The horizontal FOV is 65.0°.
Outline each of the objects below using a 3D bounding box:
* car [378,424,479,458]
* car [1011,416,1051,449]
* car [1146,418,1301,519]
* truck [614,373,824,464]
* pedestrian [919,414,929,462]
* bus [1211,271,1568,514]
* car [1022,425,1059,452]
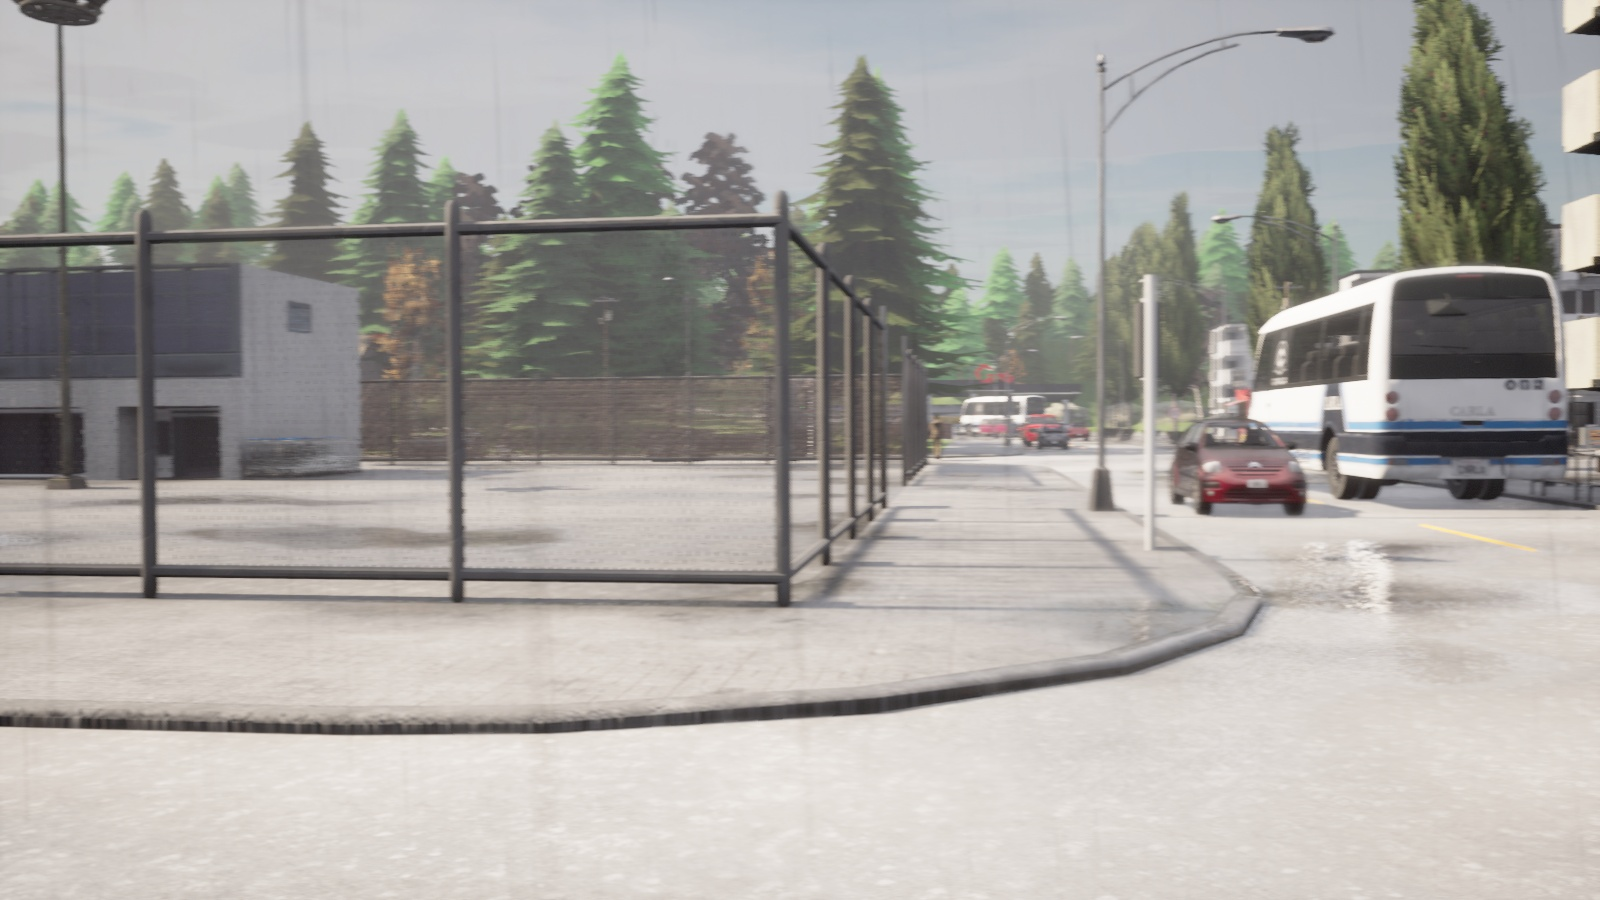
[{"bbox_3d":[-16.478,-0.432,55.759,3.806,1.475,1.970,0,1,7],"label":"car"},{"bbox_3d":[14.673,-1.146,79.932,2.150,2.045,5.566,0,1,7],"label":"car"},{"bbox_3d":[7.349,0.258,22.202,1.851,1.617,3.988,0,1,8],"label":"car"},{"bbox_3d":[-3.136,-1.233,50.002,7.936,3.462,2.891,0,1,7],"label":"truck"},{"bbox_3d":[5.050,-0.507,51.156,0.396,1.930,0.692,0,1,7],"label":"pedestrian"},{"bbox_3d":[12.035,-1.117,27.269,3.944,4.253,10.273,0,1,7],"label":"bus"},{"bbox_3d":[13.528,-0.658,70.815,1.845,1.501,3.633,0,1,8],"label":"car"}]
